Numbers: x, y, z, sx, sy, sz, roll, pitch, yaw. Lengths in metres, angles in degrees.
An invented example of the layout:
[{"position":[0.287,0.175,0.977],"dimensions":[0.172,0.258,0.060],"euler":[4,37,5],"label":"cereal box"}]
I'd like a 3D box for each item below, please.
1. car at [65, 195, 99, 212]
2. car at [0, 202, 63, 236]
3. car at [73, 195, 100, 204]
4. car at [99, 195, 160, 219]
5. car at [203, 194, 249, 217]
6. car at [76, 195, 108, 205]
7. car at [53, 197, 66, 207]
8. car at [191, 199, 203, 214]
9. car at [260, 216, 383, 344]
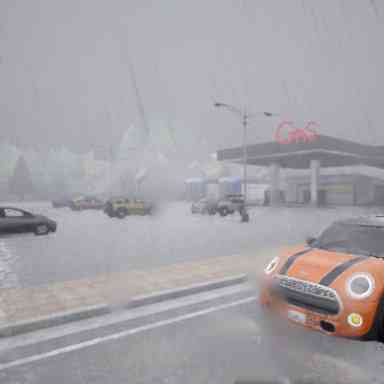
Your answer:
[{"position":[-11.691,1.424,38.355],"dimensions":[4.514,1.523,2.007],"euler":[0,0,-36],"label":"car"},{"position":[-9.066,1.486,16.347],"dimensions":[4.514,1.523,2.007],"euler":[0,0,-36],"label":"car"},{"position":[-20.055,1.426,63.105],"dimensions":[4.514,1.523,2.007],"euler":[0,0,-36],"label":"car"},{"position":[-4.995,1.221,27.828],"dimensions":[4.605,1.855,1.932],"euler":[0,0,-36],"label":"car"},{"position":[3.311,1.145,29.755],"dimensions":[3.866,1.878,1.905],"euler":[0,0,-36],"label":"car"},{"position":[-18.181,1.415,60.589],"dimensions":[5.027,1.636,2.152],"euler":[0,0,-36],"label":"car"},{"position":[-17.492,1.450,46.492],"dimensions":[3.633,1.501,1.845],"euler":[0,0,-36],"label":"car"},{"position":[1.868,1.427,32.811],"dimensions":[3.806,1.475,1.970],"euler":[0,0,-36],"label":"car"},{"position":[3.440,1.310,6.440],"dimensions":[4.553,1.767,2.097],"euler":[-1,0,-36],"label":"car"}]
